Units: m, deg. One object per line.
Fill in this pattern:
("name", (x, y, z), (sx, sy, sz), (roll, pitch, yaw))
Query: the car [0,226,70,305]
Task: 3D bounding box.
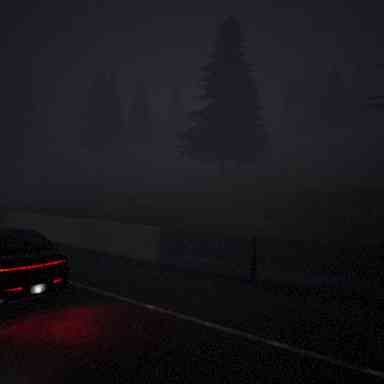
("car", (-4.791, 1.580, 7.900), (4.892, 1.490, 1.837), (0, 0, 40))
